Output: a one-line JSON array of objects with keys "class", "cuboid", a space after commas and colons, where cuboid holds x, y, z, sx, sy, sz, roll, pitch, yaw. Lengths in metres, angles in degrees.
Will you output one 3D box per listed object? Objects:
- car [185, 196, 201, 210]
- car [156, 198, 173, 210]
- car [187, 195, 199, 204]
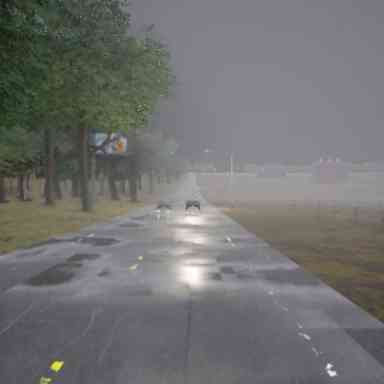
[{"class": "car", "cuboid": [0.115, 1.476, 43.444, 1.837, 1.490, 4.892, 0, 0, 0]}, {"class": "car", "cuboid": [-3.491, 1.518, 43.445, 2.033, 1.411, 5.357, 0, 0, 0]}, {"class": "car", "cuboid": [0.117, 1.385, 59.875, 2.128, 1.511, 4.902, 0, 0, 0]}]
